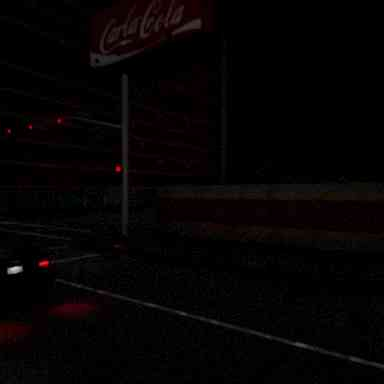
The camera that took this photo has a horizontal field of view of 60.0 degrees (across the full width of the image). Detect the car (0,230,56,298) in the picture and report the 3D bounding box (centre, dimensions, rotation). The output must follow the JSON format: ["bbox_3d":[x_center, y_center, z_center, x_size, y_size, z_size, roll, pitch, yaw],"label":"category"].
[{"bbox_3d":[-5.431,1.549,7.856,5.357,1.411,2.033,0,0,36],"label":"car"}]
